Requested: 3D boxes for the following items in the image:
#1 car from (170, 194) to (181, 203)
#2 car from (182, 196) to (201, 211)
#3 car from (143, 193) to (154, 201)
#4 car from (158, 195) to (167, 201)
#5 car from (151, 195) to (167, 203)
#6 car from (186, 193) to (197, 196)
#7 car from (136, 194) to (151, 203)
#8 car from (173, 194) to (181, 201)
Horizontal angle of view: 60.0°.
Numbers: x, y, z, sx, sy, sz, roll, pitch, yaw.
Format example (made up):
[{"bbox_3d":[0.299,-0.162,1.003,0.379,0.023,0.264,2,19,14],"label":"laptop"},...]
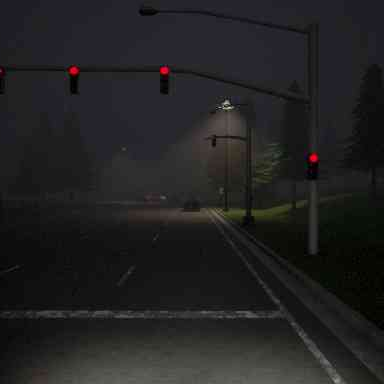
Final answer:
[{"bbox_3d":[-3.593,1.545,70.779,1.994,1.385,4.181,0,0,0],"label":"car"},{"bbox_3d":[-0.052,1.526,39.754,1.812,1.442,4.674,0,0,0],"label":"car"},{"bbox_3d":[-10.606,1.187,80.743,2.097,1.767,4.553,0,0,0],"label":"car"},{"bbox_3d":[-7.106,1.356,80.778,1.812,1.442,4.674,0,0,0],"label":"car"},{"bbox_3d":[-7.093,1.587,70.804,1.895,1.301,4.718,0,0,0],"label":"car"},{"bbox_3d":[-0.092,1.217,70.397,2.150,2.045,5.566,0,0,0],"label":"car"},{"bbox_3d":[-10.592,1.531,70.353,2.033,1.411,5.357,0,0,0],"label":"car"},{"bbox_3d":[-3.606,1.310,80.782,1.882,1.535,5.008,0,0,0],"label":"car"}]
